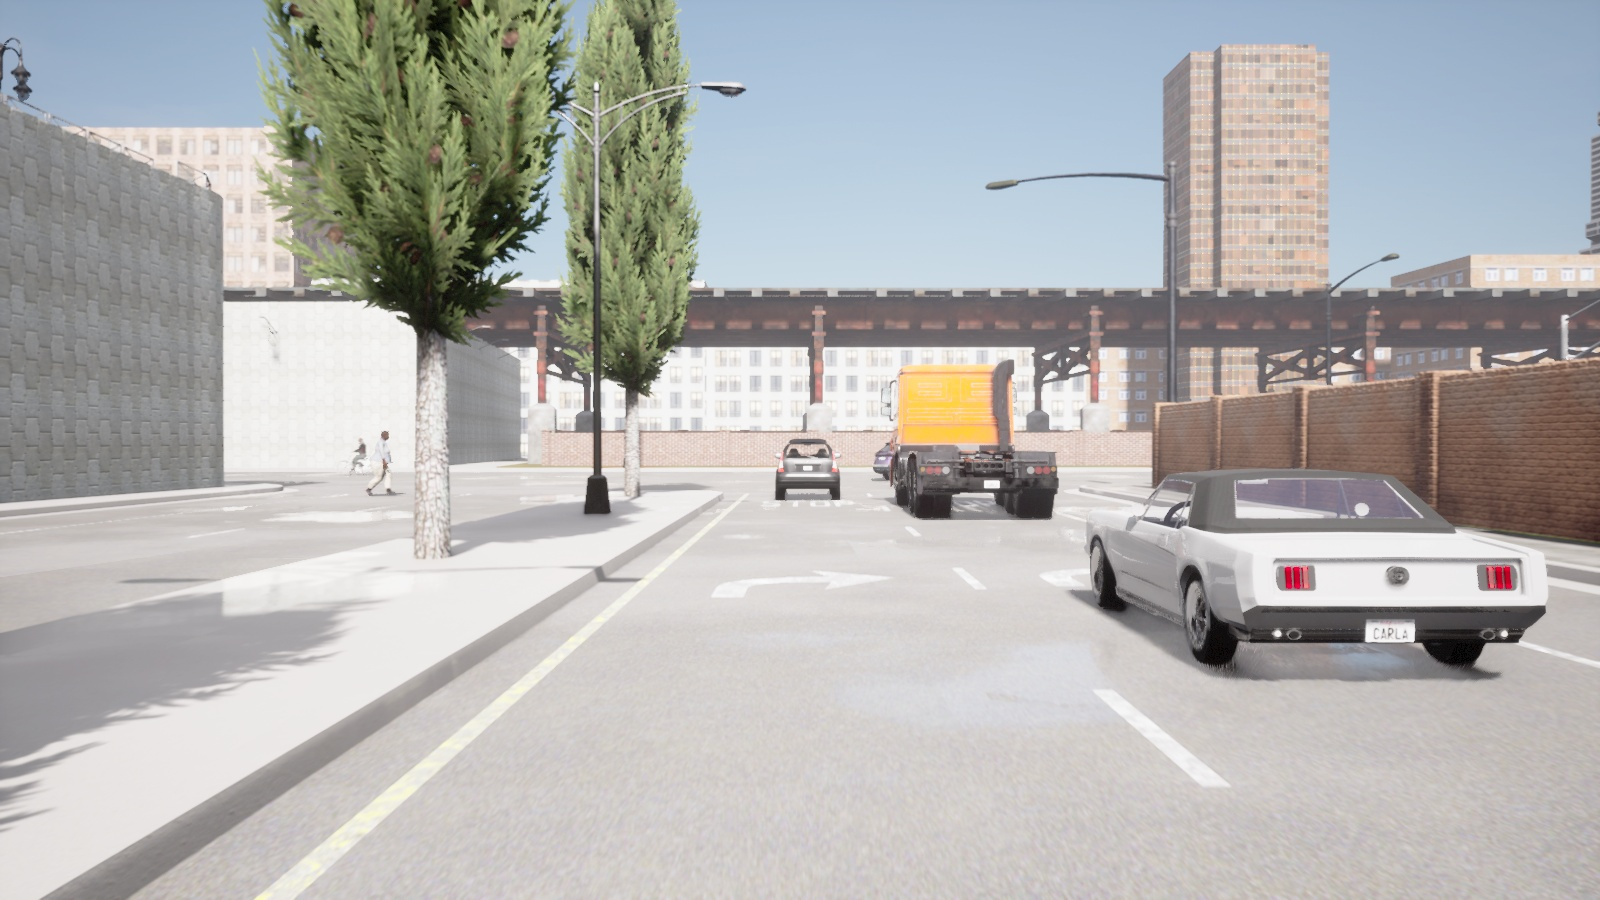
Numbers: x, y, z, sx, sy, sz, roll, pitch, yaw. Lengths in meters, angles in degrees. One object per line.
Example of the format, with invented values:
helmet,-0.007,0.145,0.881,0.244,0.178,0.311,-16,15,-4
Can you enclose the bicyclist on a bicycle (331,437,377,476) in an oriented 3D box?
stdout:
bicyclist on a bicycle,-20.480,0.276,57.668,1.843,1.776,0.659,0,0,1

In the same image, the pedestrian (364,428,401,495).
pedestrian,-11.651,0.309,35.053,0.900,1.855,0.874,0,0,-12

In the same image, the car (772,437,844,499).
car,0.211,0.451,34.400,1.851,1.617,3.988,0,0,0

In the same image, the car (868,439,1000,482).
car,5.320,0.400,49.848,4.856,1.649,2.033,0,0,-25

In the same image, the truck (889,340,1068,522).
truck,3.675,-0.390,27.905,2.891,3.462,7.936,0,0,0

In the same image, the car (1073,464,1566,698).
car,3.571,0.795,9.754,1.895,1.301,4.718,0,0,0
